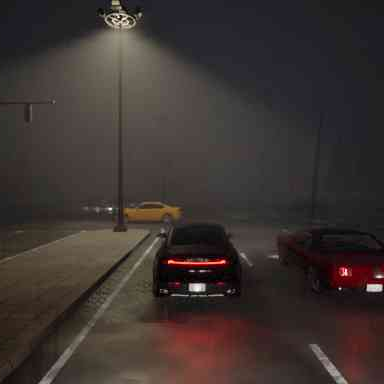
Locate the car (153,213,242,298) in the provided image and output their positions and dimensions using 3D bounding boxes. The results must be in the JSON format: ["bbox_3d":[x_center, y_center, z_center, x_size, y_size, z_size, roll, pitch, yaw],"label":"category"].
[{"bbox_3d":[0.124,1.505,8.525,1.837,1.490,4.892,0,0,1],"label":"car"}]

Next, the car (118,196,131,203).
[{"bbox_3d":[-14.562,1.552,72.071,1.994,1.385,4.181,0,0,0],"label":"car"}]

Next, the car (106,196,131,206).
[{"bbox_3d":[-11.284,1.601,51.327,1.895,1.301,4.718,0,0,0],"label":"car"}]

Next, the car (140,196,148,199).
[{"bbox_3d":[-11.079,1.595,69.310,1.895,1.301,4.718,0,0,0],"label":"car"}]

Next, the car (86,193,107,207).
[{"bbox_3d":[-14.777,1.221,51.876,2.150,2.045,5.566,0,0,0],"label":"car"}]

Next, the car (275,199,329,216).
[{"bbox_3d":[10.733,1.477,32.707,5.008,1.535,1.882,0,0,10],"label":"car"}]

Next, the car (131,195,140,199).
[{"bbox_3d":[-11.205,1.505,60.337,1.837,1.490,4.892,0,0,1],"label":"car"}]

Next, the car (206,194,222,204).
[{"bbox_3d":[3.967,1.525,61.291,1.812,1.442,4.674,0,0,0],"label":"car"}]

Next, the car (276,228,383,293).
[{"bbox_3d":[3.627,1.601,8.771,1.895,1.301,4.718,0,0,1],"label":"car"}]

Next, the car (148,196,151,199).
[{"bbox_3d":[-11.015,1.551,79.162,1.994,1.385,4.181,0,0,0],"label":"car"}]

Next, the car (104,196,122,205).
[{"bbox_3d":[-14.672,1.547,62.125,2.033,1.411,5.357,0,0,1],"label":"car"}]

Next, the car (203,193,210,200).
[{"bbox_3d":[4.204,1.225,90.843,2.150,2.045,5.566,0,0,2],"label":"car"}]

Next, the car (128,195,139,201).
[{"bbox_3d":[-14.483,1.517,82.275,1.812,1.442,4.674,0,0,1],"label":"car"}]

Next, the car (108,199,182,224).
[{"bbox_3d":[-3.219,1.477,24.303,5.008,1.535,1.882,0,0,-3],"label":"car"}]
